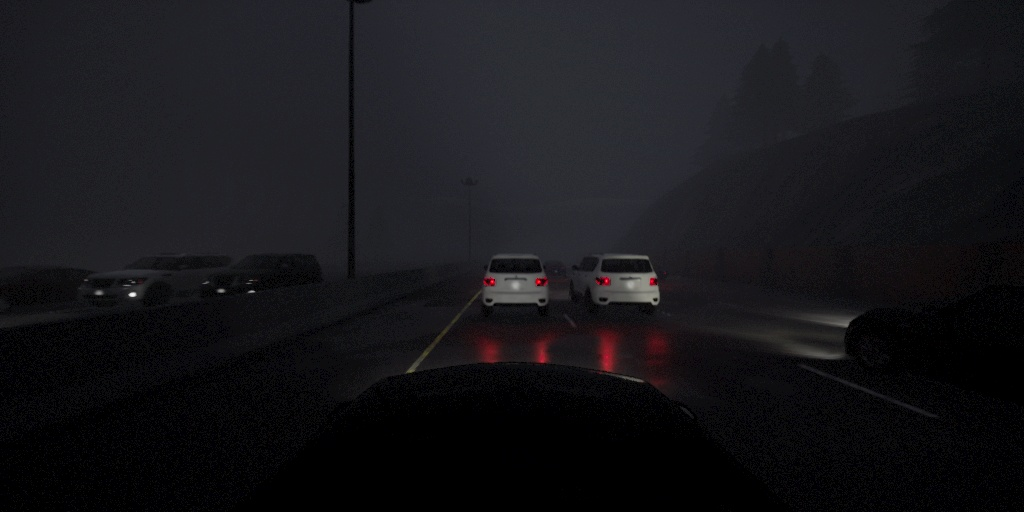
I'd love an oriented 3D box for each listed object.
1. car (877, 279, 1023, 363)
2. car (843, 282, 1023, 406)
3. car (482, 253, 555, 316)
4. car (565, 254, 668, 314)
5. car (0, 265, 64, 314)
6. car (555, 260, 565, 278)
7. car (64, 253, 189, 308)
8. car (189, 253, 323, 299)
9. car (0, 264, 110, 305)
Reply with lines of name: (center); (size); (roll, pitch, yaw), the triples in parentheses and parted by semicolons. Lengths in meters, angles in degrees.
car: (10.603, 1.311, 7.348); (1.994, 1.385, 4.181); (0, 0, 0)
car: (7.099, 1.104, 4.624); (2.097, 1.767, 4.553); (0, 0, 0)
car: (0.111, 0.926, 13.342); (2.150, 2.045, 5.566); (0, 0, 0)
car: (3.610, 0.931, 13.596); (2.150, 2.045, 5.566); (0, 0, 0)
car: (-17.588, 1.149, 13.227); (1.882, 1.535, 5.008); (0, 0, 0)
car: (3.631, 1.114, 31.930); (1.882, 1.535, 5.008); (0, 0, 0)
car: (-14.087, 0.892, 14.990); (2.150, 2.045, 5.566); (0, 0, 0)
car: (-10.585, 0.896, 15.812); (2.150, 2.045, 5.566); (0, 0, 0)
car: (-21.084, 1.161, 15.512); (1.837, 1.490, 4.892); (0, 0, 0)
